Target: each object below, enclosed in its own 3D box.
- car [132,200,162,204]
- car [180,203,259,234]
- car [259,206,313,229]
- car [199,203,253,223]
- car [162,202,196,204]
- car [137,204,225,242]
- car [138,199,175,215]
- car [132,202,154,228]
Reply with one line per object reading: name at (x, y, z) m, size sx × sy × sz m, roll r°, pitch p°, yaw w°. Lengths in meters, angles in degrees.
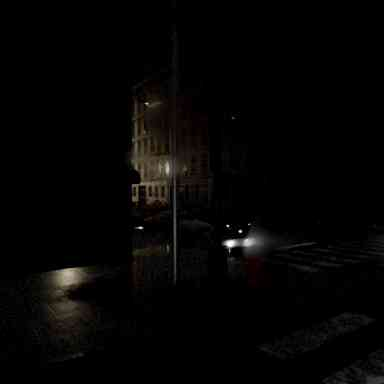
car at (-4.771, 1.514, 26.755) m, size 2.128 × 1.511 × 4.902 m, roll 0°, pitch 0°, yaw -35°
car at (0.984, 1.562, 18.713) m, size 2.033 × 1.411 × 5.357 m, roll 0°, pitch 0°, yaw -32°
car at (5.704, 1.553, 21.500) m, size 1.947 × 1.339 × 4.313 m, roll 0°, pitch 0°, yaw -35°
car at (2.565, 1.573, 25.910) m, size 1.802 × 1.307 × 4.206 m, roll 0°, pitch 0°, yaw -35°
car at (-0.573, 1.561, 30.319) m, size 1.947 × 1.339 × 4.313 m, roll 0°, pitch 0°, yaw -35°
car at (-0.741, 1.552, 16.715) m, size 1.752 × 1.417 × 4.829 m, roll 0°, pitch 0°, yaw -35°
car at (-3.811, 1.524, 34.867) m, size 1.752 × 1.417 × 4.829 m, roll 0°, pitch 0°, yaw -35°
car at (-3.978, 1.582, 21.263) m, size 2.008 × 1.369 × 4.403 m, roll 0°, pitch 0°, yaw -35°
